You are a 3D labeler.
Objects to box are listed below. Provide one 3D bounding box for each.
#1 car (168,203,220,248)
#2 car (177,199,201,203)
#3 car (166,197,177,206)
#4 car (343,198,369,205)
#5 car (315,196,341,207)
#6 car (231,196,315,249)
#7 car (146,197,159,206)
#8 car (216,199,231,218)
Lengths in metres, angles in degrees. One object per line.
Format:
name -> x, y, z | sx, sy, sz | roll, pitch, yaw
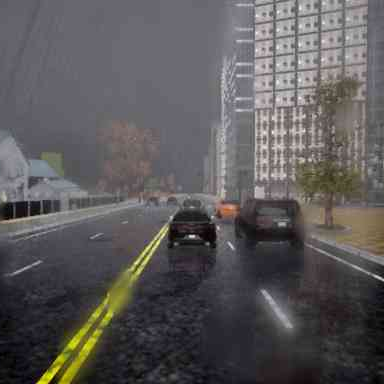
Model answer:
car -> 0.000, 1.478, 14.656 | 1.882, 1.535, 5.008 | 0, 0, 0
car -> 0.001, 1.361, 29.631 | 2.097, 1.767, 4.553 | 0, 0, 0
car -> -3.249, 1.575, 55.612 | 1.837, 1.490, 4.892 | 0, 0, 0
car -> 31.048, 1.744, 63.145 | 4.403, 1.369, 2.008 | 0, 2, 20
car -> 23.014, 1.663, 57.691 | 5.009, 1.841, 2.192 | 0, 2, 20
car -> 3.250, 1.251, 14.684 | 2.150, 2.045, 5.566 | 0, 0, 0
car -> -6.499, 1.574, 55.612 | 1.812, 1.442, 4.674 | 0, 0, 0
car -> 3.251, 1.361, 29.631 | 2.097, 1.767, 4.553 | 0, 0, 0
